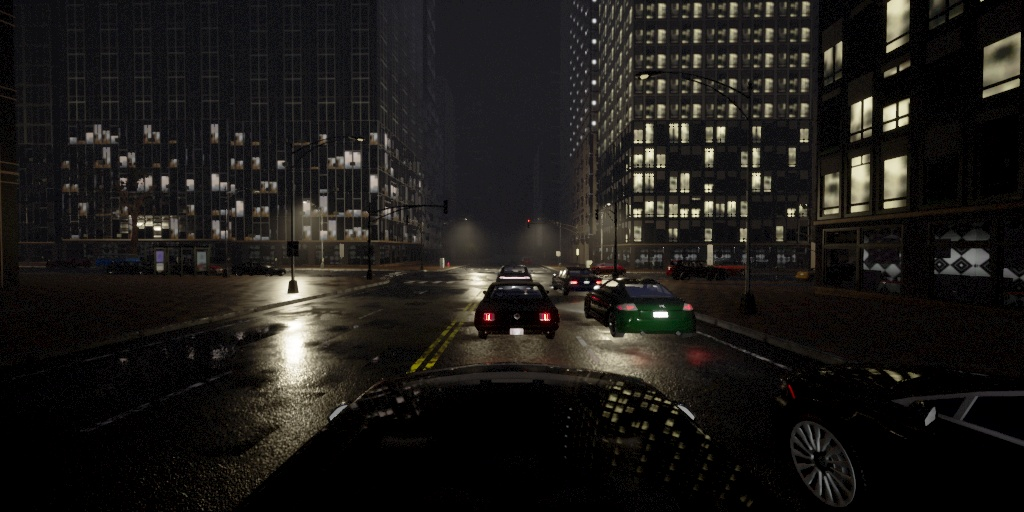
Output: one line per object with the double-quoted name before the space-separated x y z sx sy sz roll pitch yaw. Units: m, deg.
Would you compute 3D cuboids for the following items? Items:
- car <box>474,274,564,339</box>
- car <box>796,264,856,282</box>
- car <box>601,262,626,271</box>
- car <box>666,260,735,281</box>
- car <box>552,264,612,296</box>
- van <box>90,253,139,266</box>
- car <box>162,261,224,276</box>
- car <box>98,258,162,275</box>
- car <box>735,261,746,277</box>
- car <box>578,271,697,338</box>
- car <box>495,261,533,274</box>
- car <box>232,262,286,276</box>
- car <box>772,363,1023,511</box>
"car" 0.110 1.347 9.979 1.895 1.301 4.718 0 0 0
"car" 27.683 1.577 31.354 4.829 1.417 1.751 0 0 1
"car" 9.744 1.365 37.469 4.181 1.385 1.994 0 1 1
"car" 16.235 1.267 31.568 5.009 1.841 2.192 0 0 1
"car" 3.409 1.288 19.435 2.033 1.411 5.357 0 0 -3
"van" -45.232 0.603 41.154 3.998 1.789 1.690 0 0 1
"car" -28.373 1.137 32.295 4.207 1.307 1.802 0 0 1
"car" -34.054 1.068 32.477 4.313 1.339 1.948 0 0 1
"car" 21.792 1.258 37.239 4.553 1.767 2.097 0 1 1
"car" 3.369 1.310 10.205 1.994 1.385 4.181 0 0 -1
"car" 0.123 1.232 19.235 2.128 1.511 4.902 0 0 0
"car" -22.689 1.172 32.153 4.313 1.339 1.948 0 0 1
"car" 3.340 1.242 1.375 2.128 1.511 4.902 0 0 0
